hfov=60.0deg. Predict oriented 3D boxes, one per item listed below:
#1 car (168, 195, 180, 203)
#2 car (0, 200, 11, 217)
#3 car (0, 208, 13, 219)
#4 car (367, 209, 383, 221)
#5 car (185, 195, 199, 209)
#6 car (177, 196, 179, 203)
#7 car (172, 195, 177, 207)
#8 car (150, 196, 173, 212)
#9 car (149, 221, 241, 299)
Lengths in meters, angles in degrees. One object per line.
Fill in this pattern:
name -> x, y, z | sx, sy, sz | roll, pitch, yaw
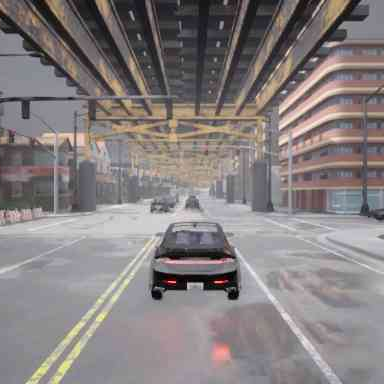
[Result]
car -> -3.550, 1.434, 67.059 | 2.128, 1.511, 4.902 | 0, 0, 0
car -> -16.822, 1.294, 25.889 | 4.536, 1.218, 1.853 | 0, 0, -20
car -> -16.773, 1.452, 25.907 | 4.974, 1.542, 2.038 | 0, 0, -20
car -> 16.403, 1.547, 25.355 | 5.357, 1.411, 2.033 | 0, 0, 0
car -> 0.038, 1.524, 46.111 | 1.812, 1.442, 4.674 | 0, 0, 1
car -> -3.609, 1.514, 56.950 | 1.812, 1.442, 4.674 | 0, 0, 0
car -> -3.614, 1.349, 47.065 | 2.097, 1.767, 4.553 | 0, 0, 0
car -> -3.613, 1.491, 37.902 | 2.128, 1.511, 4.902 | 0, 0, 0
car -> 0.070, 1.491, 8.435 | 2.128, 1.511, 4.902 | 0, 0, 0
